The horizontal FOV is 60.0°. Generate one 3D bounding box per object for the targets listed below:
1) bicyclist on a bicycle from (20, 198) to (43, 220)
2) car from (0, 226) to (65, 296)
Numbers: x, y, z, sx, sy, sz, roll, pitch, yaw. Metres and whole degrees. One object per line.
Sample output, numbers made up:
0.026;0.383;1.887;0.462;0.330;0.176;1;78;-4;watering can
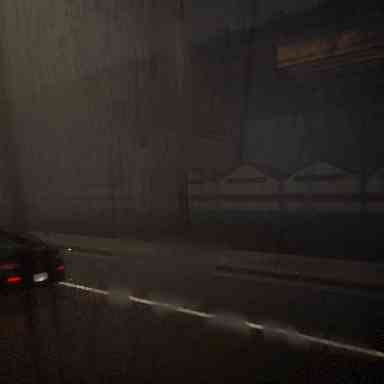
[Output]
-11.942;1.294;24.707;1.656;1.620;0.582;-2;1;-12;bicyclist on a bicycle
-4.977;1.542;7.773;4.674;1.442;1.812;-1;0;31;car
